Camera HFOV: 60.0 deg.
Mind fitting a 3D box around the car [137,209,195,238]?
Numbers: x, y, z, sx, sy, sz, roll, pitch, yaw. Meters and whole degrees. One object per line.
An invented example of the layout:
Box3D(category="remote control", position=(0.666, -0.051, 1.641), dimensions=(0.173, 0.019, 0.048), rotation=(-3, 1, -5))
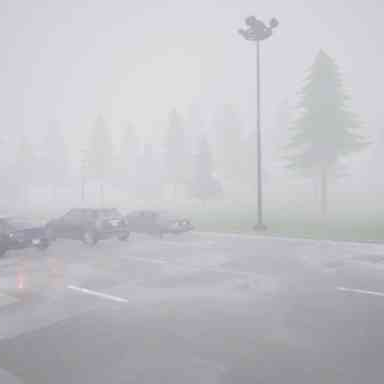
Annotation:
Box3D(category="car", position=(-2.425, 1.683, 18.508), dimensions=(5.357, 1.411, 2.033), rotation=(-1, 0, 36))

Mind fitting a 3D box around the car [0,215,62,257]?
Box3D(category="car", position=(-7.614, 1.676, 13.627), dimensions=(4.674, 1.442, 1.812), rotation=(0, 0, 36))

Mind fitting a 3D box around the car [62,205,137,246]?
Box3D(category="car", position=(-5.194, 1.497, 16.196), dimensions=(4.553, 1.767, 2.097), rotation=(-1, -1, 36))
